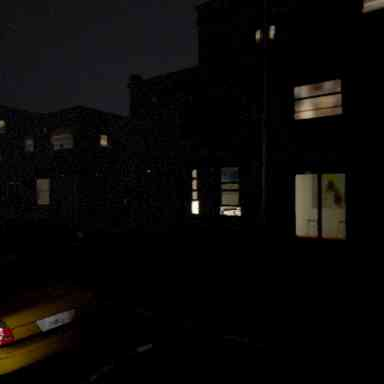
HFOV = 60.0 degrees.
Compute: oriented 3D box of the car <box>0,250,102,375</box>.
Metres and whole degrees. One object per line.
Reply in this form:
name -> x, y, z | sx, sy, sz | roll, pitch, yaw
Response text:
car -> -3.525, 1.524, 5.364 | 4.829, 1.417, 1.752 | 0, 0, 35
